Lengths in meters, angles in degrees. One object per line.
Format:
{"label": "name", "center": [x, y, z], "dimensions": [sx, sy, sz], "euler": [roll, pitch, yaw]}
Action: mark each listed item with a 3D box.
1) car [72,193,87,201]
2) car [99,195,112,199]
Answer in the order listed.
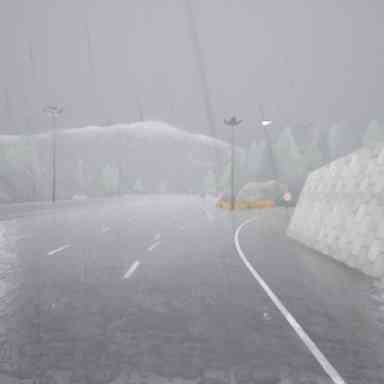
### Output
{"label": "car", "center": [-28.018, 1.387, 82.889], "dimensions": [2.150, 2.045, 5.566], "euler": [0, 0, 0]}
{"label": "car", "center": [-21.018, 1.757, 82.890], "dimensions": [1.895, 1.301, 4.718], "euler": [0, 0, 0]}
